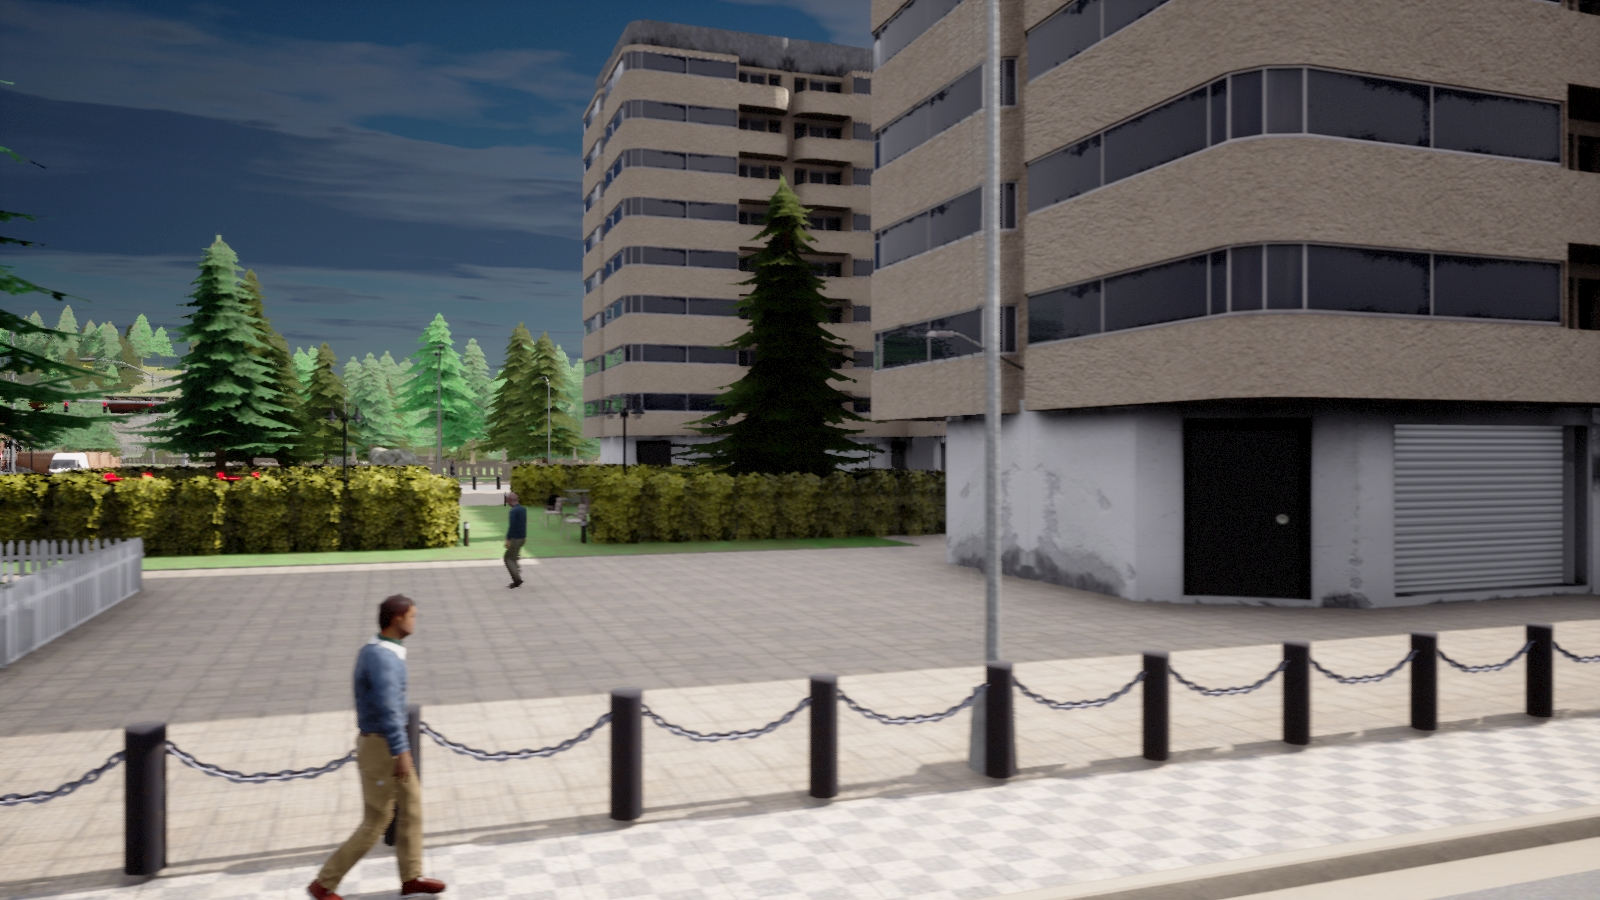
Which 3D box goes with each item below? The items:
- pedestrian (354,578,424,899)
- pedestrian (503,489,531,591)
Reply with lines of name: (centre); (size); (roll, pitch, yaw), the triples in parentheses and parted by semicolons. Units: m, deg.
pedestrian: (-2.390, 1.699, 6.644); (0.375, 1.860, 0.375); (0, 0, -20)
pedestrian: (-5.317, 1.679, 21.441); (0.375, 1.860, 0.375); (0, 0, 15)
